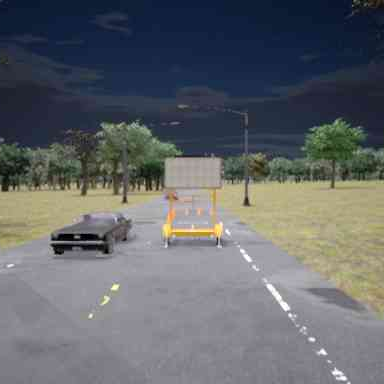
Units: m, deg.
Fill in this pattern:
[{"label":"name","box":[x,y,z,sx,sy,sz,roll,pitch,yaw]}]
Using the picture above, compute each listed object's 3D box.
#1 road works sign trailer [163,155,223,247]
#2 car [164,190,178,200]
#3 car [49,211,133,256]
[{"label":"road works sign trailer","box":[0.035,0.272,13.878,2.380,3.560,2.880,0,1,0]},{"label":"car","box":[-3.430,0.414,54.578,2.097,1.767,4.553,0,1,0]},{"label":"car","box":[-3.568,1.429,12.566,1.895,1.301,4.718,0,1,0]}]
